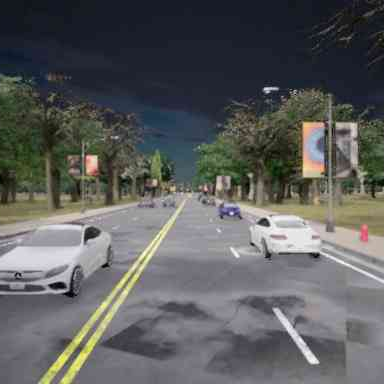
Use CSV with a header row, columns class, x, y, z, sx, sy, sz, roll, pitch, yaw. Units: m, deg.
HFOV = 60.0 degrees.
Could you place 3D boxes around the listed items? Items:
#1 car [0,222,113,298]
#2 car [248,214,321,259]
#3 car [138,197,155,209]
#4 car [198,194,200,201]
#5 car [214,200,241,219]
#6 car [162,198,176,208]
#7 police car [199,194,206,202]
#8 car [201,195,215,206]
class,x,y,z,sx,sy,sz,roll,pitch,yaw
car,-3.367,1.555,8.748,1.812,1.442,4.674,0,0,0
car,3.341,1.567,12.594,1.812,1.442,4.674,0,0,0
car,-6.699,1.503,49.099,2.097,1.767,4.553,0,0,0
car,2.931,1.676,79.304,1.801,1.575,5.366,0,0,0
car,3.304,1.620,30.004,1.812,1.442,4.674,0,0,0
car,-3.453,1.659,50.778,1.837,1.490,4.892,0,0,0
police car,3.014,1.623,68.219,1.930,1.638,5.238,0,0,0
car,3.085,1.664,57.105,2.128,1.511,4.902,0,0,0
